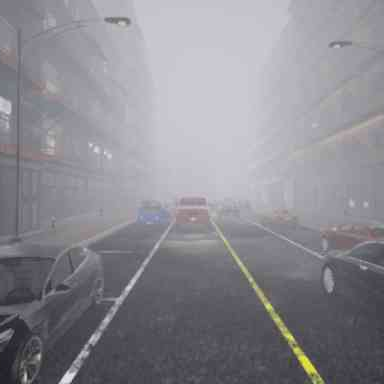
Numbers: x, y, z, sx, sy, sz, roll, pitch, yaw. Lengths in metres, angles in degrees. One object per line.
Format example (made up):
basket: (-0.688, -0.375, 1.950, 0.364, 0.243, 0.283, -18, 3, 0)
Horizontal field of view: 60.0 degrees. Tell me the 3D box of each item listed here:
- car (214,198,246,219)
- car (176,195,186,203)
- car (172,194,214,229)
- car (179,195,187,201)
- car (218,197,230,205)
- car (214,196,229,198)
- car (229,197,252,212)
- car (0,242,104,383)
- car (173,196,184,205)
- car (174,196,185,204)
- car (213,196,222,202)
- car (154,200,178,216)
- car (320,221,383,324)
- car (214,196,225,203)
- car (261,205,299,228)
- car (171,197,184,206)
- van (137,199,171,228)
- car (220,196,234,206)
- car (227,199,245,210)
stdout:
car: (3.142, 1.538, 29.244, 2.128, 1.511, 4.902, 0, 0, 1)
car: (-2.409, 1.486, 73.298, 1.967, 1.590, 4.097, 1, 0, 0)
car: (0.075, 1.248, 22.358, 2.150, 2.045, 5.566, 0, 0, 0)
car: (-2.346, 1.599, 90.310, 2.008, 1.369, 4.403, 1, 0, 0)
car: (5.926, 1.621, 61.859, 1.887, 1.381, 4.507, 1, 0, 0)
car: (3.168, 1.619, 41.695, 1.994, 1.385, 4.181, 0, 0, 0)
car: (5.842, 1.505, 39.176, 1.967, 1.590, 4.097, 1, 0, 0)
car: (-2.669, 1.561, 5.242, 1.947, 1.339, 4.313, 1, 0, 0)
car: (-2.454, 1.567, 61.786, 1.752, 1.417, 4.829, 1, 0, 0)
car: (-2.432, 1.594, 67.626, 2.008, 1.369, 4.403, 1, 0, 0)
car: (5.991, 1.627, 78.870, 1.887, 1.381, 4.507, 1, 0, 0)
car: (-2.561, 1.576, 33.599, 2.008, 1.369, 4.403, 1, 0, 0)
car: (3.857, 1.529, 5.754, 1.837, 1.490, 4.892, 0, 0, 0)
car: (5.969, 1.631, 73.200, 2.008, 1.369, 4.403, 1, 0, 0)
car: (5.777, 1.576, 22.334, 1.752, 1.417, 4.829, 1, 0, 0)
car: (-2.475, 1.605, 56.285, 1.947, 1.339, 4.313, 1, 0, 0)
van: (-2.600, 1.356, 22.256, 1.690, 1.788, 3.998, 1, 0, 0)
car: (5.906, 1.514, 56.187, 1.967, 1.590, 4.097, 1, 0, 0)
car: (5.863, 1.650, 44.848, 1.802, 1.307, 4.206, 1, 0, 0)
